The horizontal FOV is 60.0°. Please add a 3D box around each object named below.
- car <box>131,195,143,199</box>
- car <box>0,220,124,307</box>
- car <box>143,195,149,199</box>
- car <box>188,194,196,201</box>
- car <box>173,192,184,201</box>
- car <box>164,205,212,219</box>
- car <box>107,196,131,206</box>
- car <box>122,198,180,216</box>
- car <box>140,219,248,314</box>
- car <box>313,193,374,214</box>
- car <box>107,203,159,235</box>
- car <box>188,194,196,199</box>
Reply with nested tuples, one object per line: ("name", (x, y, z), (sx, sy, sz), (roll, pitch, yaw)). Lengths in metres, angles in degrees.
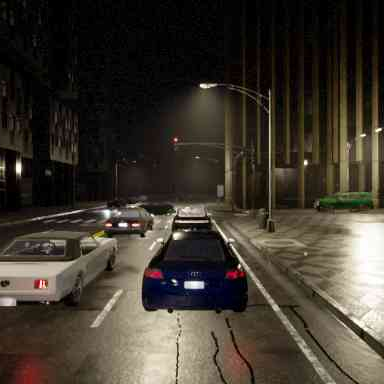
("car", (-9.850, 1.431, 54.406), (2.033, 1.411, 5.357), (0, 0, 0))
("car", (-3.149, 1.597, 7.926), (1.895, 1.301, 4.718), (0, 0, 0))
("car", (-9.769, 1.380, 67.553), (2.033, 1.411, 5.357), (0, 0, 1))
("car", (-0.012, 1.336, 75.057), (2.033, 1.411, 5.357), (0, 0, 0))
("car", (-3.262, 1.296, 75.057), (1.837, 1.490, 4.892), (0, 0, 0))
("car", (-0.003, 1.477, 16.579), (2.128, 1.511, 4.902), (0, 0, 0))
("car", (-9.855, 1.522, 43.945), (1.895, 1.301, 4.718), (0, 0, 0))
("car", (-3.598, 1.525, 29.536), (4.181, 1.385, 1.994), (0, 0, -36))
("car", (0.085, 1.560, 7.705), (1.994, 1.385, 4.181), (0, 0, 1))
("car", (15.015, 1.104, 33.079), (5.566, 2.045, 2.150), (0, 0, 0))
("car", (-3.155, 1.531, 17.517), (2.033, 1.411, 5.357), (0, 0, 0))
("car", (-0.013, 1.192, 85.509), (1.895, 1.301, 4.718), (0, 0, 0))
